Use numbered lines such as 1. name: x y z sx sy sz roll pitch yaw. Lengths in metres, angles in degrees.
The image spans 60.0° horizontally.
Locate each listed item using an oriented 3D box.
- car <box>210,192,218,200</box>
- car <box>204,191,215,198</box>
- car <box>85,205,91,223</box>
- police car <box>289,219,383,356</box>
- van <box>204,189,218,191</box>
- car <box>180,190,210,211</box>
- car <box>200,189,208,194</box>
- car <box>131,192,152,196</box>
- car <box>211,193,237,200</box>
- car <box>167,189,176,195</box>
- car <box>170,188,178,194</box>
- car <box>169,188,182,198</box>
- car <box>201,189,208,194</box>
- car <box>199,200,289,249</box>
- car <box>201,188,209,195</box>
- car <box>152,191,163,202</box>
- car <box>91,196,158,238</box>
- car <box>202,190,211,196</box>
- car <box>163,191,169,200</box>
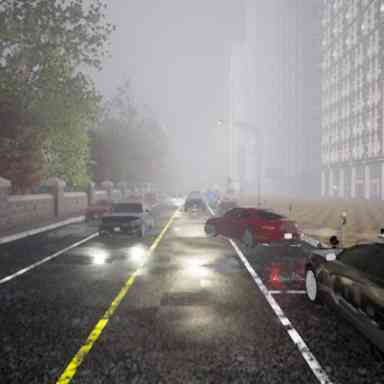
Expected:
1. car: 2.925 0.951 32.710 1.802 1.307 4.206 0 1 0
2. car: 3.127 0.431 60.865 1.802 1.307 4.206 0 1 0
3. car: -5.536 1.128 21.507 1.887 1.381 4.507 0 1 0
4. police car: 3.169 1.328 4.807 1.930 1.638 5.238 0 1 0
5. van: 3.047 0.396 49.600 1.690 1.788 3.998 0 1 0
6. car: 0.293 0.906 30.421 2.128 1.511 4.902 0 1 1
7. car: 3.368 -0.200 94.652 2.008 1.369 4.403 0 1 0
8. car: -5.454 0.913 32.769 1.887 1.381 4.507 0 1 0
9. car: 2.885 1.027 27.078 2.008 1.369 4.403 0 1 0
10. car: -5.091 0.010 83.450 1.947 1.339 4.313 0 1 0
11. car: -5.011 -0.311 94.710 1.967 1.590 4.097 0 1 0
12. car: -2.566 0.371 60.505 2.128 1.511 4.902 0 1 0
13. car: 3.328 -0.072 89.021 1.802 1.307 4.206 0 1 0
14. car: 2.240 1.266 13.268 1.812 1.442 4.674 0 1 -25
15. car: 3.289 -0.116 83.388 1.967 1.590 4.097 0 1 0
16. car: -5.374 0.702 44.031 1.887 1.381 4.507 0 1 0
17. car: -2.986 1.169 15.842 1.882 1.535 5.008 0 1 0
18. car: 3.208 0.228 72.128 1.802 1.307 4.206 0 1 0
19. car: -5.295 0.480 55.124 1.752 1.417 4.829 0 1 0
